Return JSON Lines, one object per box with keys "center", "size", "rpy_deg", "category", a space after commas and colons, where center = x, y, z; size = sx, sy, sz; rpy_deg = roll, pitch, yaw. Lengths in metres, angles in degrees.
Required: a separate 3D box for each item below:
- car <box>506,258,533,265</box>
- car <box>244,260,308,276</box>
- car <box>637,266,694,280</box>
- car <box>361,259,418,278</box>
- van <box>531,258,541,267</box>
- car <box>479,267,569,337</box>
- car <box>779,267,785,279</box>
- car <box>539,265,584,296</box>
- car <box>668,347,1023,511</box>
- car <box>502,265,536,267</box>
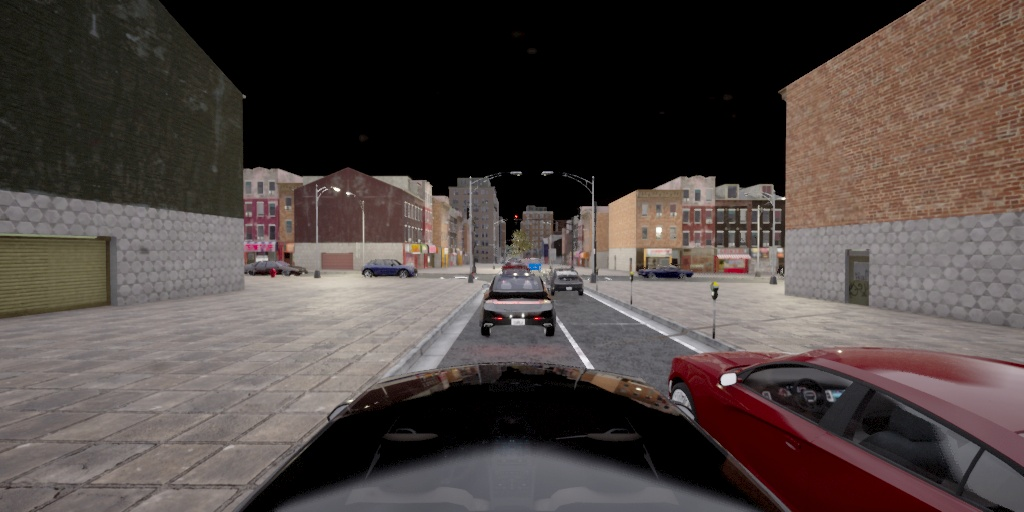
{"center": [0.299, 1.312, 40.063], "size": [1.882, 1.535, 5.008], "rpy_deg": [-2, 0, -18], "category": "car"}
{"center": [-20.931, 1.095, 31.436], "size": [5.357, 1.411, 2.033], "rpy_deg": [1, 1, 0], "category": "car"}
{"center": [14.515, 1.581, 34.124], "size": [4.718, 1.301, 1.895], "rpy_deg": [1, 1, 0], "category": "car"}
{"center": [-10.593, 1.039, 31.366], "size": [4.553, 1.767, 2.097], "rpy_deg": [1, 1, 0], "category": "car"}
{"center": [2.887, 1.211, 46.194], "size": [1.690, 1.789, 3.998], "rpy_deg": [0, 0, 0], "category": "van"}
{"center": [0.147, 1.243, 10.331], "size": [2.128, 1.511, 4.902], "rpy_deg": [0, 0, 0], "category": "car"}
{"center": [28.693, 1.386, 34.011], "size": [5.566, 2.045, 2.150], "rpy_deg": [1, 1, 1], "category": "car"}
{"center": [2.734, 1.316, 19.239], "size": [2.007, 1.370, 4.403], "rpy_deg": [0, 0, 0], "category": "car"}
{"center": [2.637, 1.294, 2.364], "size": [1.888, 1.381, 4.507], "rpy_deg": [0, 0, 0], "category": "car"}
{"center": [0.230, 1.369, 20.374], "size": [1.895, 1.301, 4.718], "rpy_deg": [0, 0, 1], "category": "car"}
